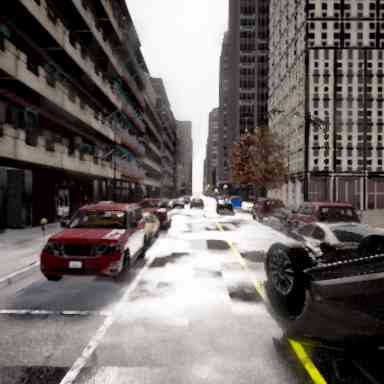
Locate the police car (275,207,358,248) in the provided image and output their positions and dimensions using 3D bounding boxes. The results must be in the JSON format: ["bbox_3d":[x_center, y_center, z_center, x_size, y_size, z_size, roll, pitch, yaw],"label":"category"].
[{"bbox_3d":[4.024,1.477,9.470,1.930,1.638,5.238,1,0,1],"label":"police car"}]

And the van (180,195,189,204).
[{"bbox_3d":[-1.546,1.547,72.218,1.690,1.788,3.998,1,0,1],"label":"van"}]

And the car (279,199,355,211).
[{"bbox_3d":[5.918,1.396,15.457,2.192,1.841,5.009,1,0,1],"label":"car"}]

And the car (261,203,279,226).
[{"bbox_3d":[6.006,1.644,21.119,2.008,1.369,4.403,1,0,1],"label":"car"}]

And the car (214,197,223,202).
[{"bbox_3d":[7.104,1.942,89.066,2.008,1.369,4.403,1,0,1],"label":"car"}]

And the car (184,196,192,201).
[{"bbox_3d":[-1.184,1.897,94.865,2.008,1.369,4.403,1,0,1],"label":"car"}]

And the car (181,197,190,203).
[{"bbox_3d":[-1.458,1.788,77.878,2.008,1.369,4.403,1,0,1],"label":"car"}]

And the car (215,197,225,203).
[{"bbox_3d":[7.012,1.905,83.404,2.008,1.369,4.403,1,0,1],"label":"car"}]

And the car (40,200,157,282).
[{"bbox_3d":[-2.551,1.303,9.929,2.192,1.841,5.009,1,0,1],"label":"car"}]

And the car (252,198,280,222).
[{"bbox_3d":[6.101,1.424,26.780,2.192,1.841,5.009,1,0,1],"label":"car"}]

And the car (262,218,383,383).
[{"bbox_3d":[2.878,1.230,3.434,2.150,2.045,5.566,-2,-19,-18],"label":"car"}]

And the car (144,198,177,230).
[{"bbox_3d":[-2.369,1.326,21.255,2.192,1.841,5.009,1,0,1],"label":"car"}]

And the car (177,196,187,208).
[{"bbox_3d":[-1.915,1.672,49.566,1.947,1.339,4.313,1,0,1],"label":"car"}]

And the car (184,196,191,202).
[{"bbox_3d":[-1.278,1.833,89.032,1.752,1.417,4.829,1,0,1],"label":"car"}]

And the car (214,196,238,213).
[{"bbox_3d":[3.660,1.611,38.025,2.128,1.511,4.902,1,0,1],"label":"car"}]

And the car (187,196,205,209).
[{"bbox_3d":[0.741,1.476,47.519,2.097,1.767,4.553,1,0,1],"label":"car"}]

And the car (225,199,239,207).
[{"bbox_3d":[6.555,1.793,55.094,1.802,1.307,4.206,1,0,1],"label":"car"}]

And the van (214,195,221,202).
[{"bbox_3d":[7.197,1.770,94.731,1.690,1.788,3.998,1,0,1],"label":"van"}]

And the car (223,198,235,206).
[{"bbox_3d":[6.647,1.817,60.755,1.802,1.307,4.206,1,0,1],"label":"car"}]

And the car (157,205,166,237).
[{"bbox_3d":[-2.466,1.523,15.422,1.752,1.417,4.829,1,0,1],"label":"car"}]

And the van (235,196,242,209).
[{"bbox_3d":[6.467,1.530,49.431,1.690,1.788,3.998,1,0,1],"label":"van"}]
